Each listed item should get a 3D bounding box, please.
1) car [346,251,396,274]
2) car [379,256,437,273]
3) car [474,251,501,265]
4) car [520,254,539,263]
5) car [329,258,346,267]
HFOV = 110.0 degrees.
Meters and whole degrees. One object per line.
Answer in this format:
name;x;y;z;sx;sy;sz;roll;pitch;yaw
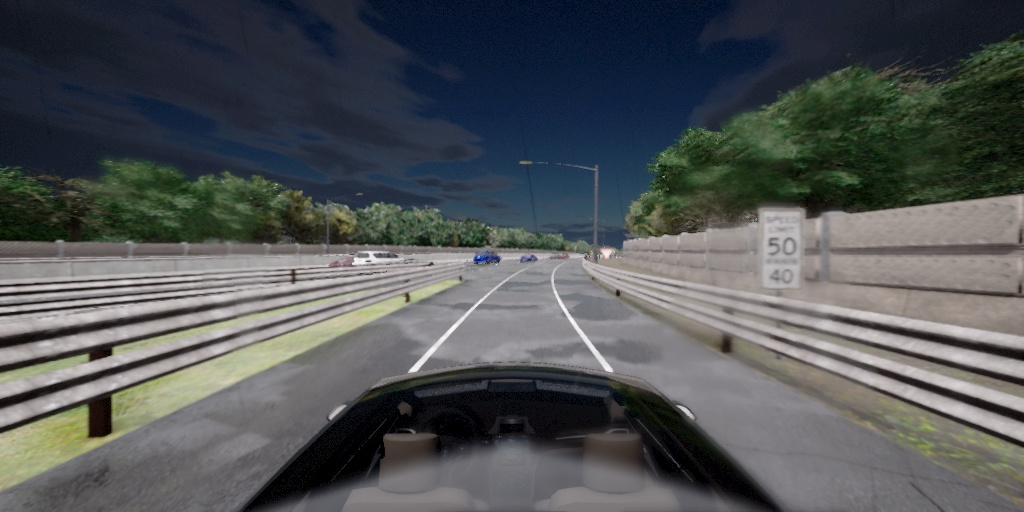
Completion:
car;-11.957;0.572;33.003;2.150;2.045;5.566;1;1;23
car;-8.754;0.938;31.606;2.033;1.411;5.357;1;1;23
car;-3.561;0.227;52.483;2.150;2.045;5.566;0;1;23
car;2.813;0.382;58.418;1.812;1.442;4.674;1;1;23
car;-15.181;0.846;34.375;1.812;1.442;4.674;1;1;23
